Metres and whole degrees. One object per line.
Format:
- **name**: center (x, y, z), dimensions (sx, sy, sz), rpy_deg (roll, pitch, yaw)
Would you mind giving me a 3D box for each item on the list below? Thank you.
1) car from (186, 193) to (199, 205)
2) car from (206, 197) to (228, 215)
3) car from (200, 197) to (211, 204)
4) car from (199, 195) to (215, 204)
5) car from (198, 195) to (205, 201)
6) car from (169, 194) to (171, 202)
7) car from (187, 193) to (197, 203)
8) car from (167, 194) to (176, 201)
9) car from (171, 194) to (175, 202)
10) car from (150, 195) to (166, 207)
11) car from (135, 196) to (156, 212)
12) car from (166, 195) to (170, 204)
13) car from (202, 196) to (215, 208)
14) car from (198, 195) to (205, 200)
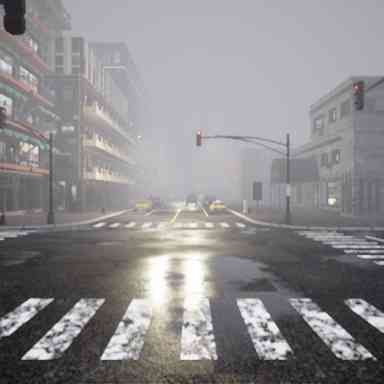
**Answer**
- **car**: center (-0.036, 1.416, 60.812), dimensions (2.097, 1.767, 4.553), rpy_deg (0, 0, 0)
- **car**: center (2.672, 1.551, 34.207), dimensions (1.752, 1.417, 4.829), rpy_deg (0, 0, 0)
- **car**: center (2.652, 1.627, 67.272), dimensions (2.008, 1.369, 4.403), rpy_deg (0, 0, 0)
- **car**: center (2.663, 1.362, 50.655), dimensions (2.192, 1.841, 5.009), rpy_deg (0, 0, 0)
- **car**: center (2.638, 1.651, 89.599), dimensions (1.752, 1.417, 4.829), rpy_deg (0, 0, 0)
- **car**: center (-5.728, 1.601, 67.097), dimensions (1.752, 1.417, 4.829), rpy_deg (0, 0, 0)
- **car**: center (-0.042, 1.197, 70.875), dimensions (2.150, 2.045, 5.566), rpy_deg (0, 0, 0)
- **car**: center (-5.745, 1.454, 94.964), dimensions (2.192, 1.841, 5.009), rpy_deg (0, 0, 0)
- **car**: center (-5.735, 1.644, 78.346), dimensions (1.887, 1.381, 4.507), rpy_deg (0, 0, 0)
- **car**: center (-5.717, 1.362, 50.649), dimensions (2.192, 1.841, 5.009), rpy_deg (0, 0, 0)
- **car**: center (-5.712, 1.557, 39.400), dimensions (1.752, 1.417, 4.829), rpy_deg (0, 0, 0)
- **car**: center (-5.725, 1.616, 61.728), dimensions (2.008, 1.369, 4.403), rpy_deg (0, 0, 0)
- **car**: center (2.665, 1.621, 45.116), dimensions (1.802, 1.307, 4.206), rpy_deg (0, 0, 0)
- **car**: center (2.635, 1.690, 94.968), dimensions (2.008, 1.369, 4.403), rpy_deg (0, 0, 0)
